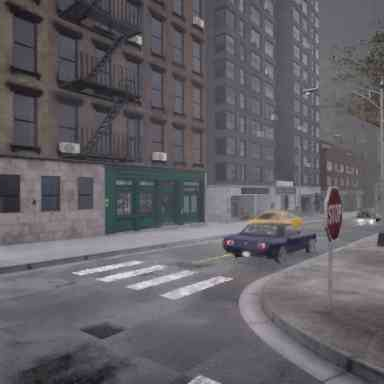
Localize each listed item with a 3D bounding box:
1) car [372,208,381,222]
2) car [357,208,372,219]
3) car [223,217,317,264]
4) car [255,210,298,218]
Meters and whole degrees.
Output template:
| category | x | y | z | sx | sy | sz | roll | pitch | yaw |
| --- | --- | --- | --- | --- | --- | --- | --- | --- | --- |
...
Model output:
| category | x | y | z | sx | sy | sz | roll | pitch | yaw |
| --- | --- | --- | --- | --- | --- | --- | --- | --- | --- |
| car | 21.070 | 2.130 | 35.241 | 2.150 | 2.045 | 5.566 | 0 | -1 | 39 |
| car | 21.540 | 2.582 | 40.439 | 1.994 | 1.385 | 4.181 | 0 | -2 | 39 |
| car | 3.228 | 1.848 | 12.955 | 1.895 | 1.301 | 4.718 | 0 | -1 | 39 |
| car | 4.982 | 1.884 | 19.866 | 1.882 | 1.535 | 5.008 | 0 | -2 | 39 |
